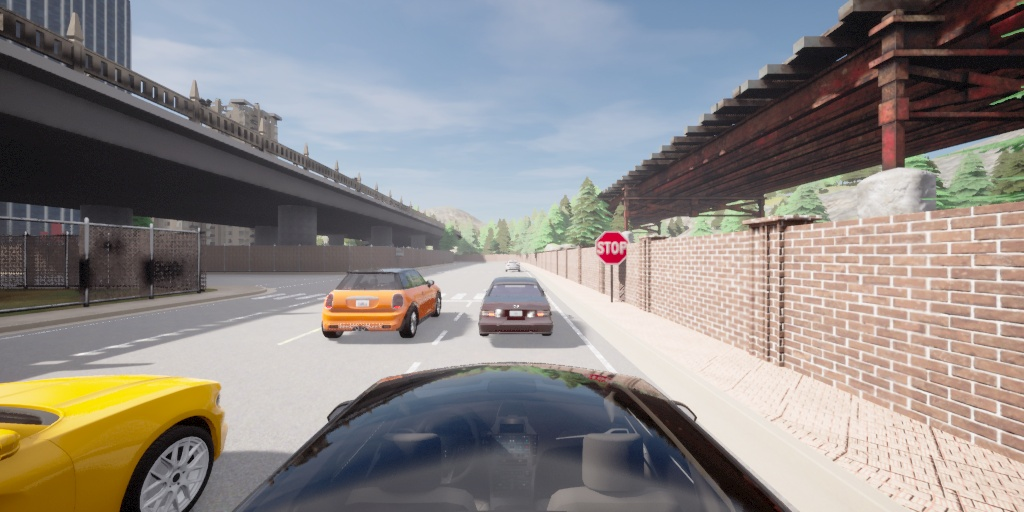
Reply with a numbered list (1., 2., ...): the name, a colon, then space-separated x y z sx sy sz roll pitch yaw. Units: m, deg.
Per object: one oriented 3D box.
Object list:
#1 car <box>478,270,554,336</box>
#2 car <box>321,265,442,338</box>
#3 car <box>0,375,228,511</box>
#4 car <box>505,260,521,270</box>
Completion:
1. car: 0.087 1.297 10.326 2.033 1.411 5.357 0 0 0
2. car: -3.414 1.102 10.306 2.097 1.767 4.553 0 0 0
3. car: -3.397 1.228 1.049 1.882 1.535 5.008 0 0 0
4. car: 0.106 1.276 46.209 1.812 1.442 4.674 0 0 -1
